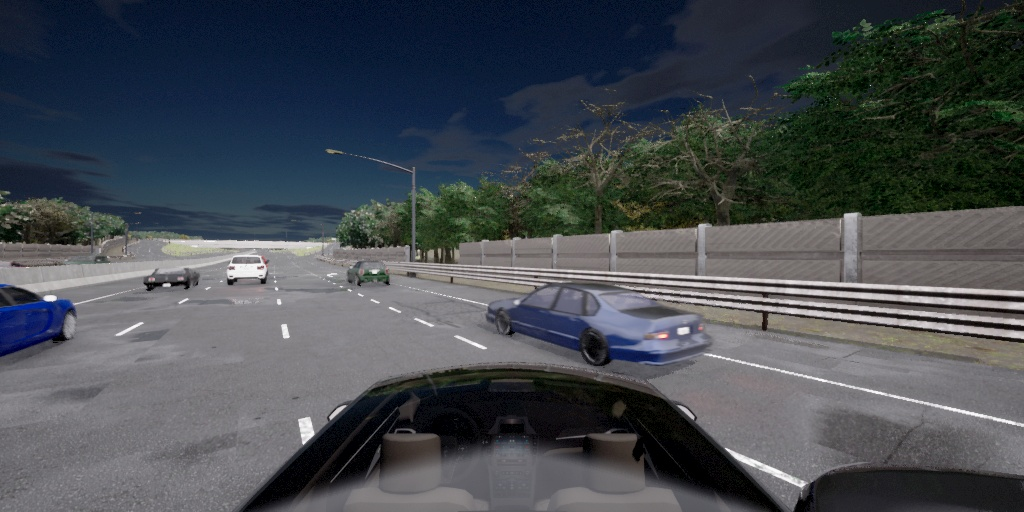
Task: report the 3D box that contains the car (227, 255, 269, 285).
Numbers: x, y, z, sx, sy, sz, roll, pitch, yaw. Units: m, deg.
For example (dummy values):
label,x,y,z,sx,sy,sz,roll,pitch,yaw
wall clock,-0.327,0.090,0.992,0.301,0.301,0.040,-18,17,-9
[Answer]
label,x,y,z,sx,sy,sz,roll,pitch,yaw
car,-19.278,0.957,26.233,2.150,2.045,5.566,0,0,-34

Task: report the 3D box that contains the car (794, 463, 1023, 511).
label,x,y,z,sx,sy,sz,roll,pitch,yaw
car,2.985,1.315,0.487,4.181,1.385,1.994,0,0,34

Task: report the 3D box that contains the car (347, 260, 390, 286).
label,x,y,z,sx,sy,sz,roll,pitch,yaw
car,-10.185,1.093,25.246,2.097,1.767,4.553,0,0,-34

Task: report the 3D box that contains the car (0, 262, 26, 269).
label,x,y,z,sx,sy,sz,roll,pitch,yaw
car,-43.421,1.241,30.507,1.812,1.442,4.674,0,0,-34

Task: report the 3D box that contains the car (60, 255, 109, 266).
label,x,y,z,sx,sy,sz,roll,pitch,yaw
car,-43.069,0.930,36.298,2.150,2.045,5.566,0,0,-33

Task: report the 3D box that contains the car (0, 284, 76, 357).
label,x,y,z,sx,sy,sz,roll,pitch,yaw
car,-10.236,1.225,6.559,1.882,1.535,5.008,0,0,-34

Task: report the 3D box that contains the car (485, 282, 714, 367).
label,x,y,z,sx,sy,sz,roll,pitch,yaw
car,1.449,1.297,8.042,2.033,1.411,5.357,0,0,-34

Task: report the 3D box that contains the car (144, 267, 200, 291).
label,x,y,z,sx,sy,sz,roll,pitch,yaw
car,-20.649,1.338,21.992,1.895,1.301,4.718,0,0,-34
